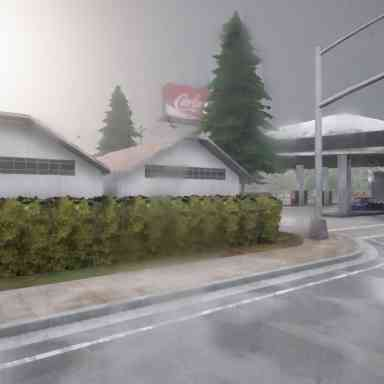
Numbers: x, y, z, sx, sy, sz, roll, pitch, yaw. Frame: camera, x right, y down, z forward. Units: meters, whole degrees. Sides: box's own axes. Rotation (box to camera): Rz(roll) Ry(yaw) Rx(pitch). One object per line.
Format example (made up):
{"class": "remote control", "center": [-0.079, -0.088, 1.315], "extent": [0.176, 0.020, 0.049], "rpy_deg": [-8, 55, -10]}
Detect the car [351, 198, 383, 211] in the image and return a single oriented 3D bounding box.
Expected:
{"class": "car", "center": [20.782, 1.480, 39.342], "extent": [4.611, 1.667, 2.242], "rpy_deg": [0, 0, -36]}

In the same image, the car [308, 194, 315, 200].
{"class": "car", "center": [31.789, 1.330, 88.849], "extent": [2.152, 1.636, 5.027], "rpy_deg": [0, 0, -36]}
